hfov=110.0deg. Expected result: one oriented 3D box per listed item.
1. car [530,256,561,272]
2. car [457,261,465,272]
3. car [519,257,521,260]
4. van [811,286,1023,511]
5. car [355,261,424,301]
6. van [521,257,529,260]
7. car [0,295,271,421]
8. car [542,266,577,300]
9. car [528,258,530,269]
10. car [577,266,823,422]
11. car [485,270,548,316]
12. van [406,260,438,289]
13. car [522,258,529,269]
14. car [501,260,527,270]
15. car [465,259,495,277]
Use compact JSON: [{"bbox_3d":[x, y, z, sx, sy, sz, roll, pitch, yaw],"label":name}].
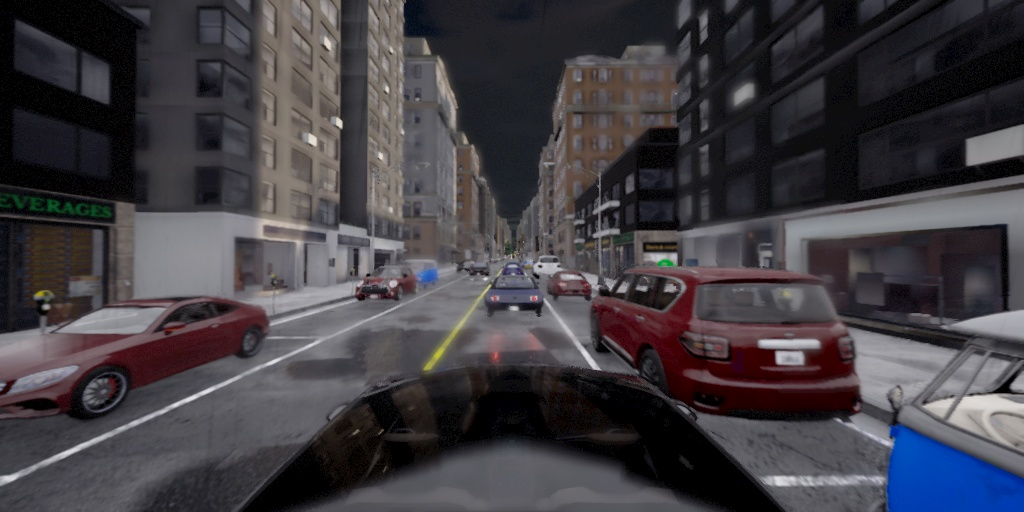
[{"bbox_3d":[3.100,1.001,32.005,2.150,2.045,5.566,0,0,0],"label":"car"},{"bbox_3d":[-5.866,1.348,45.559,1.948,1.339,4.313,0,0,0],"label":"car"},{"bbox_3d":[2.656,1.319,62.747,1.751,1.417,4.829,0,0,0],"label":"car"},{"bbox_3d":[2.670,1.090,0.170,1.690,1.789,3.998,0,0,0],"label":"van"},{"bbox_3d":[-5.860,1.201,17.194,1.967,1.591,4.097,0,0,0],"label":"car"},{"bbox_3d":[2.658,1.131,56.904,1.690,1.789,3.998,0,0,0],"label":"van"},{"bbox_3d":[-5.858,1.335,5.848,1.802,1.307,4.207,0,0,0],"label":"car"},{"bbox_3d":[2.666,1.343,17.189,1.802,1.307,4.207,0,0,0],"label":"car"},{"bbox_3d":[3.132,1.256,38.975,1.882,1.535,5.008,0,0,0],"label":"car"},{"bbox_3d":[2.668,1.067,5.843,2.192,1.841,5.009,0,0,0],"label":"car"},{"bbox_3d":[0.091,1.359,13.435,1.895,1.301,4.718,0,0,0],"label":"car"},{"bbox_3d":[-5.861,1.106,22.867,1.690,1.789,3.998,0,0,0],"label":"van"},{"bbox_3d":[2.659,1.312,51.400,1.751,1.417,4.829,0,0,0],"label":"car"},{"bbox_3d":[0.090,1.298,31.215,1.812,1.442,4.674,0,0,0],"label":"car"},{"bbox_3d":[-3.106,1.323,35.826,2.033,1.411,5.357,0,0,0],"label":"car"}]
